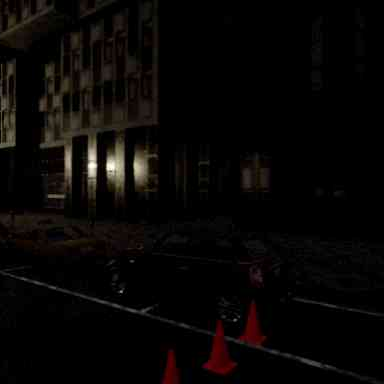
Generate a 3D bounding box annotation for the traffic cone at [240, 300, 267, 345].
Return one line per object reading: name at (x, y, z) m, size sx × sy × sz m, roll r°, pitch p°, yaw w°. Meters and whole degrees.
traffic cone at (0.941, 1.973, 5.141) m, size 0.340 × 0.580 × 0.340 m, roll 0°, pitch 0°, yaw 36°

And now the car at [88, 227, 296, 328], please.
car at (-0.047, 1.462, 7.123) m, size 4.097 × 1.590 × 1.967 m, roll 0°, pitch 0°, yaw 36°

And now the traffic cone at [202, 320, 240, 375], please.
traffic cone at (0.358, 1.969, 4.328) m, size 0.340 × 0.580 × 0.340 m, roll 0°, pitch 0°, yaw 36°

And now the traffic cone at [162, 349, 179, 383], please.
traffic cone at (-0.224, 1.966, 3.515) m, size 0.340 × 0.580 × 0.340 m, roll 0°, pitch 0°, yaw 36°

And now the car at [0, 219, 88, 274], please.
car at (-4.768, 1.551, 10.504) m, size 4.829 × 1.417 × 1.752 m, roll 0°, pitch 0°, yaw 36°
